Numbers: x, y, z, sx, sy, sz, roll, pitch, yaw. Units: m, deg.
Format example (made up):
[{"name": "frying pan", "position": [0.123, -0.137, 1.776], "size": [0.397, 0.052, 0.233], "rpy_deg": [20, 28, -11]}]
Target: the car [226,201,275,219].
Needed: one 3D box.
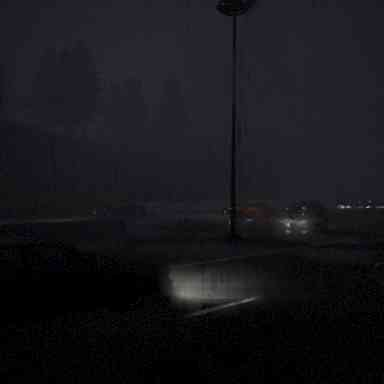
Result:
[{"name": "car", "position": [5.859, 1.636, 31.531], "size": [5.008, 1.535, 1.882], "rpy_deg": [1, 0, -43]}]

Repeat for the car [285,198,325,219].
[{"name": "car", "position": [10.661, 1.549, 31.285], "size": [4.553, 1.767, 2.097], "rpy_deg": [1, 0, -44]}]

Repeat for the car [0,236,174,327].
[{"name": "car", "position": [-3.001, 1.542, 6.035], "size": [5.357, 1.411, 2.033], "rpy_deg": [1, 0, -36]}]

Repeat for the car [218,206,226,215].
[{"name": "car", "position": [4.943, 1.765, 35.450], "size": [4.718, 1.301, 1.895], "rpy_deg": [1, 0, -44]}]

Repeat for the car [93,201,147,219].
[{"name": "car", "position": [-6.424, 1.543, 30.111], "size": [4.902, 1.511, 2.128], "rpy_deg": [1, 0, -40]}]

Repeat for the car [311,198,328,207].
[{"name": "car", "position": [23.923, 1.941, 62.492], "size": [1.812, 1.442, 4.674], "rpy_deg": [0, 0, 36]}]
